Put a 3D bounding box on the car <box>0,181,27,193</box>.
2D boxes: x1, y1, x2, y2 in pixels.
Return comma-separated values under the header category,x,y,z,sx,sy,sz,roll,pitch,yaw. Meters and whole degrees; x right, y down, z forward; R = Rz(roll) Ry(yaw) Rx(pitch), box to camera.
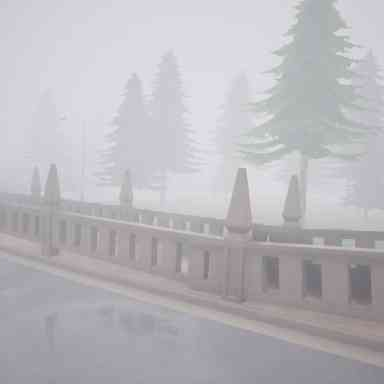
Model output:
category,x,y,z,sx,sy,sz,roll,pitch,yaw
car,-21.246,-0.473,37.409,1.882,1.535,5.008,4,3,37
